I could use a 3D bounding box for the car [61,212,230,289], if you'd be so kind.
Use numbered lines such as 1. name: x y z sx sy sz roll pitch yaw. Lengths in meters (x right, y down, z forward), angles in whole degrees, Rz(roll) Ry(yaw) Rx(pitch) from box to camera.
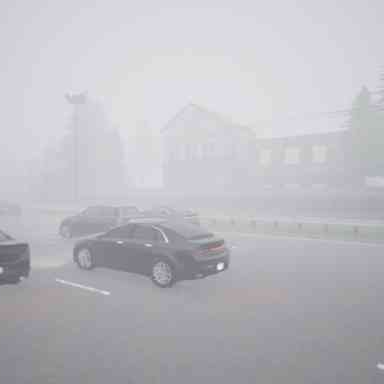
1. car: -1.307 1.502 9.227 4.892 1.490 1.837 0 0 36

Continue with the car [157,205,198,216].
1. car: -1.830 1.486 18.202 4.902 1.511 2.128 0 0 36

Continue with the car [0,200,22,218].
1. car: -16.721 1.477 28.834 4.902 1.511 2.128 0 0 36

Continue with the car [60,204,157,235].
1. car: -4.158 1.346 15.565 4.553 1.767 2.097 0 0 36

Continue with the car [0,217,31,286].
1. car: -6.032 1.473 8.300 5.008 1.535 1.882 0 0 36
